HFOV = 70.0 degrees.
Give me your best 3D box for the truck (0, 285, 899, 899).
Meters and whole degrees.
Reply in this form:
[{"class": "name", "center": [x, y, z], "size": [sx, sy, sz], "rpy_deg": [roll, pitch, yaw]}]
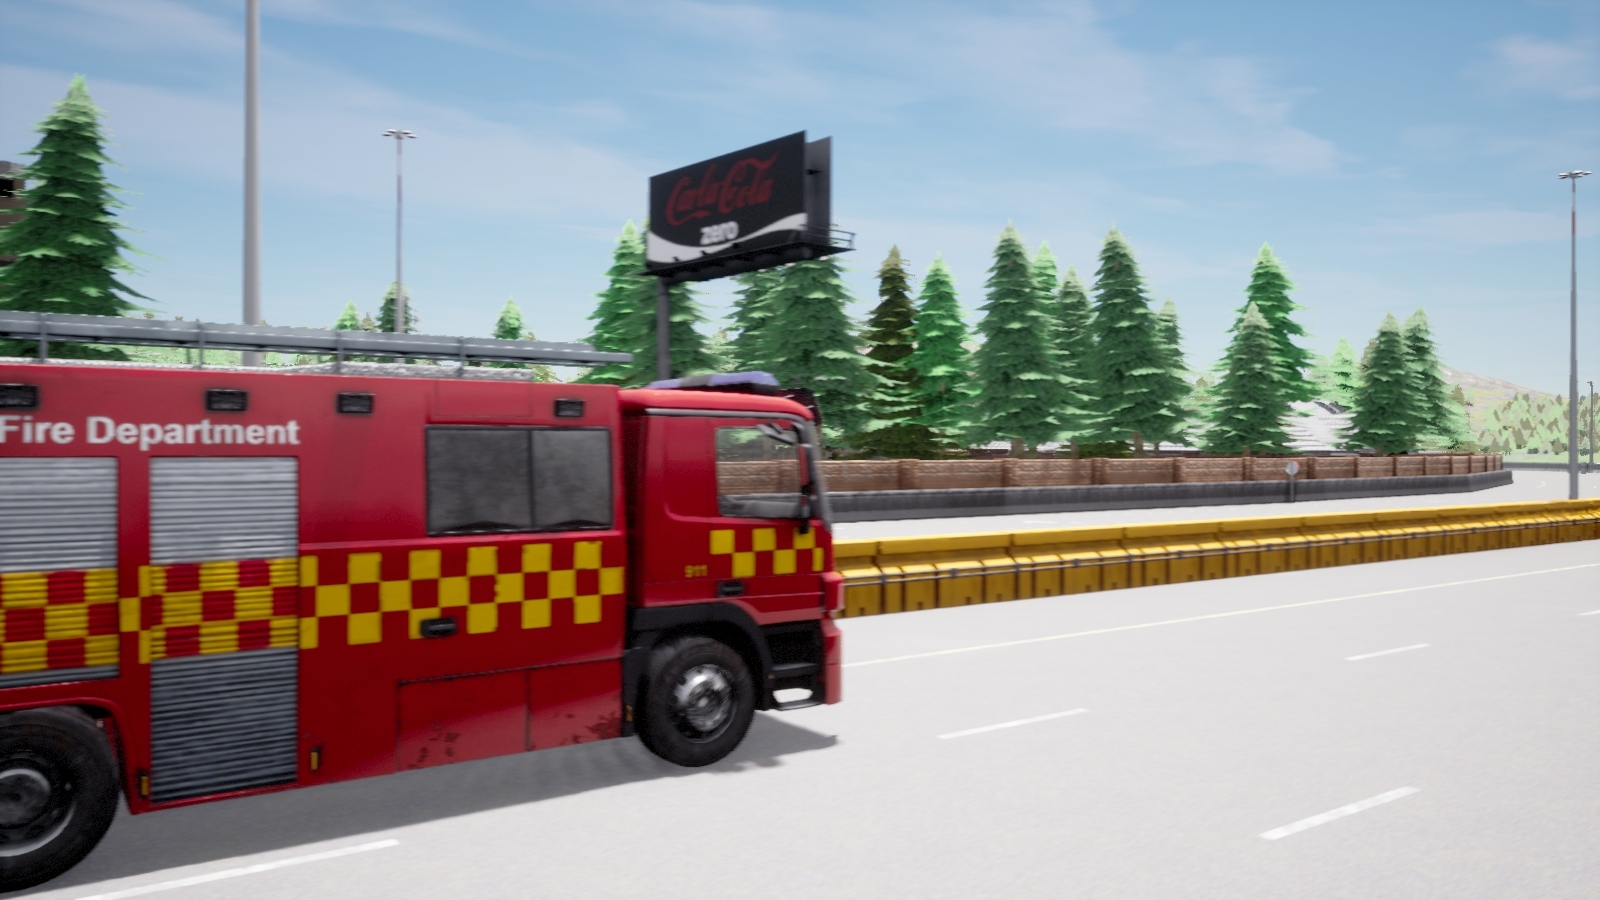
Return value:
[{"class": "truck", "center": [-3.330, 0.892, 10.012], "size": [8.468, 3.827, 2.891], "rpy_deg": [0, 0, -35]}]
